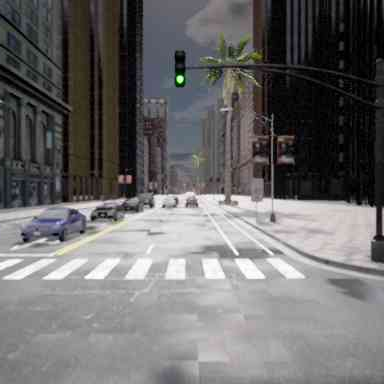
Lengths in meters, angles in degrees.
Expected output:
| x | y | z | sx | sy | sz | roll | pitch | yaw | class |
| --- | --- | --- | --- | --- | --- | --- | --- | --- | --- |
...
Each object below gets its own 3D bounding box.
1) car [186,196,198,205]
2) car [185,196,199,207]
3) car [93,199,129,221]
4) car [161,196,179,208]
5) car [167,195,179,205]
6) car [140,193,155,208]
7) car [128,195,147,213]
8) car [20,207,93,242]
| x | y | z | sx | sy | sz | roll | pitch | yaw | class |
| --- | --- | --- | --- | --- | --- | --- | --- | --- | --- |
| -0.008 | 1.461 | 58.965 | 2.033 | 1.411 | 5.357 | 0 | 0 | 0 | car |
| -0.007 | 1.454 | 48.743 | 1.812 | 1.442 | 4.674 | 0 | 0 | 0 | car |
| -6.589 | 1.525 | 26.420 | 1.994 | 1.385 | 4.181 | 0 | 0 | 0 | car |
| -3.257 | 1.455 | 47.891 | 1.812 | 1.442 | 4.674 | 0 | 0 | 0 | car |
| -3.258 | 1.393 | 57.894 | 1.882 | 1.535 | 5.008 | 0 | 0 | 0 | car |
| -6.507 | 1.152 | 47.256 | 2.150 | 2.045 | 5.566 | 0 | 0 | 0 | car |
| -6.506 | 1.424 | 36.643 | 1.882 | 1.535 | 5.008 | 0 | 0 | 0 | car |
| -6.587 | 1.501 | 16.414 | 1.812 | 1.442 | 4.674 | 0 | 0 | -1 | car |
